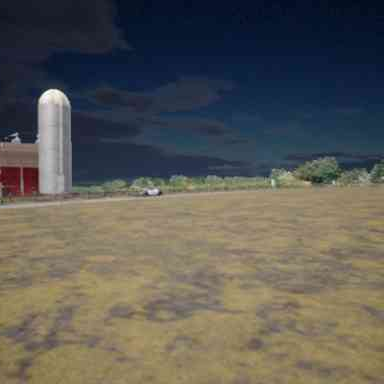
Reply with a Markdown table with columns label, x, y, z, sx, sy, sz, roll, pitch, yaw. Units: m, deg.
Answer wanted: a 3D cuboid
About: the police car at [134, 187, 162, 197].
| label | x | y | z | sx | sy | sz | roll | pitch | yaw |
| --- | --- | --- | --- | --- | --- | --- | --- | --- | --- |
| police car | -7.015 | 0.026 | 52.568 | 2.038 | 1.542 | 4.974 | -1 | 1 | 36 |
